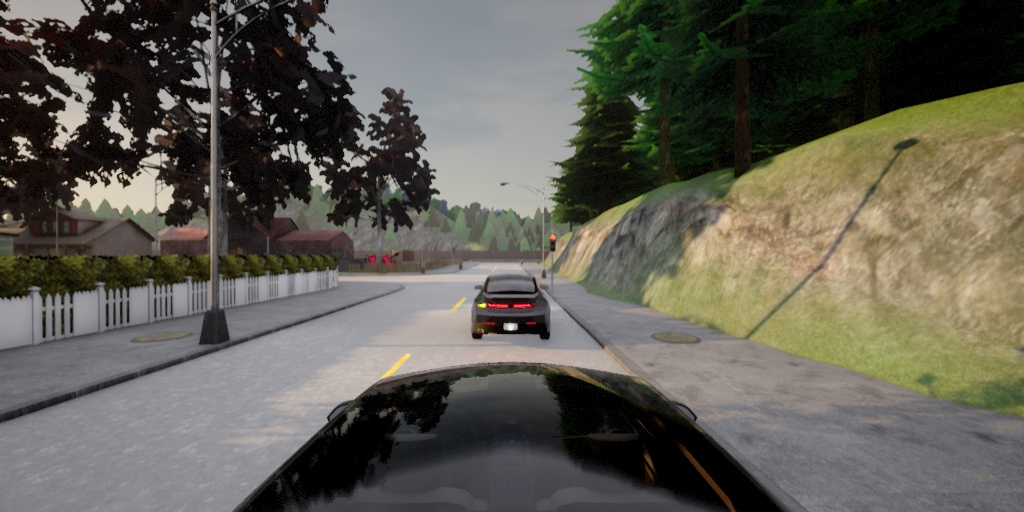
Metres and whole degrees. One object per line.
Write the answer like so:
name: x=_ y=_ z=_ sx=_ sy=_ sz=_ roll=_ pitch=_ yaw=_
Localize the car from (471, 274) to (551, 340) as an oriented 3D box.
car: x=-0.019 y=1.232 z=9.946 sx=1.837 sy=1.490 sz=4.892 roll=0 pitch=0 yaw=0
